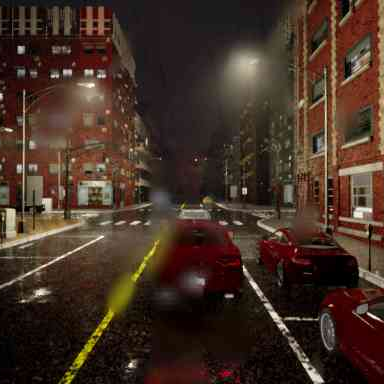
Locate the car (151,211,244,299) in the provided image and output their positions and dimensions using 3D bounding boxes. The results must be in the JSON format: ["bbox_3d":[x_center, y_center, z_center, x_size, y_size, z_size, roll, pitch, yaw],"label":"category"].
[{"bbox_3d":[0.103,1.480,8.514,1.882,1.535,5.008,0,0,0],"label":"car"}]

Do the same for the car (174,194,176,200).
[{"bbox_3d":[-5.629,1.553,80.571,1.752,1.417,4.829,1,0,0],"label":"car"}]

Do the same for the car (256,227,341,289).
[{"bbox_3d":[2.842,1.584,8.834,1.802,1.307,4.206,1,0,0],"label":"car"}]

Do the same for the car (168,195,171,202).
[{"bbox_3d":[-5.640,1.602,63.784,1.802,1.307,4.206,1,0,0],"label":"car"}]

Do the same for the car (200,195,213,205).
[{"bbox_3d":[2.737,1.543,58.258,1.752,1.417,4.829,1,0,0],"label":"car"}]

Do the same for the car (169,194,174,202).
[{"bbox_3d":[-5.633,1.607,75.088,1.802,1.307,4.206,1,0,0],"label":"car"}]

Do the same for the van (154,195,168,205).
[{"bbox_3d":[-5.640,1.359,58.132,1.690,1.788,3.998,1,0,0],"label":"van"}]

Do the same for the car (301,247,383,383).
[{"bbox_3d":[2.669,1.583,3.178,1.802,1.307,4.206,1,0,0],"label":"car"}]

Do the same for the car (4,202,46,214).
[{"bbox_3d":[-18.688,1.729,37.230,4.313,1.339,1.947,0,-1,0],"label":"car"}]

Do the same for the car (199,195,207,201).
[{"bbox_3d":[2.754,1.597,86.349,1.947,1.339,4.313,1,0,0],"label":"car"}]

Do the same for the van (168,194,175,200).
[{"bbox_3d":[-5.619,1.375,92.046,1.690,1.788,3.998,1,0,0],"label":"van"}]

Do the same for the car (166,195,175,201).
[{"bbox_3d":[-5.626,1.582,86.393,2.008,1.369,4.403,1,0,0],"label":"car"}]

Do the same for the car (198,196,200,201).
[{"bbox_3d":[2.751,1.572,80.698,1.887,1.381,4.507,1,0,0],"label":"car"}]
